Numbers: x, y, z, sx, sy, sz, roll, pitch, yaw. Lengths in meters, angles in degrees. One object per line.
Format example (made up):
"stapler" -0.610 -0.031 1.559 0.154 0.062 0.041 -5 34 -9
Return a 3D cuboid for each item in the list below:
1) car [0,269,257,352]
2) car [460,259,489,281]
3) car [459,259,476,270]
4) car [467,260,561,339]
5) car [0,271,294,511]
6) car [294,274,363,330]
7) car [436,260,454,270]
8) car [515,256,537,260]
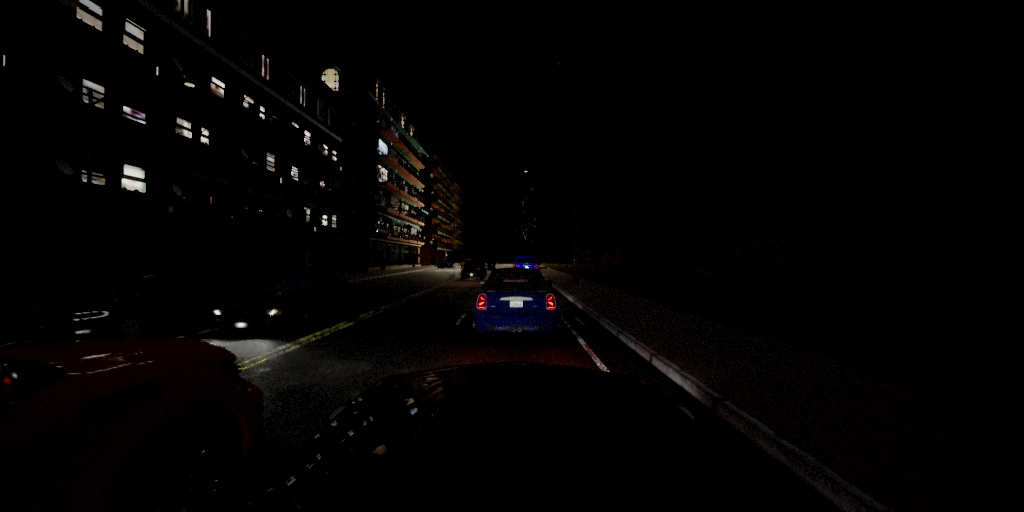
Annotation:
"car" -9.846 1.229 9.994 1.882 1.535 5.008 0 0 0
"car" -3.137 1.254 30.181 1.837 1.490 4.892 0 -2 0
"car" -6.567 1.232 53.442 1.882 1.535 5.008 0 0 0
"car" 0.103 1.104 10.201 2.097 1.767 4.553 0 0 0
"car" -3.153 0.969 0.586 2.150 2.045 5.566 0 0 0
"car" -6.595 1.299 11.388 2.033 1.411 5.357 0 0 0
"car" -9.818 1.280 53.029 1.812 1.442 4.674 0 0 0
"car" 1.152 0.980 30.154 2.150 2.045 5.566 0 0 0
